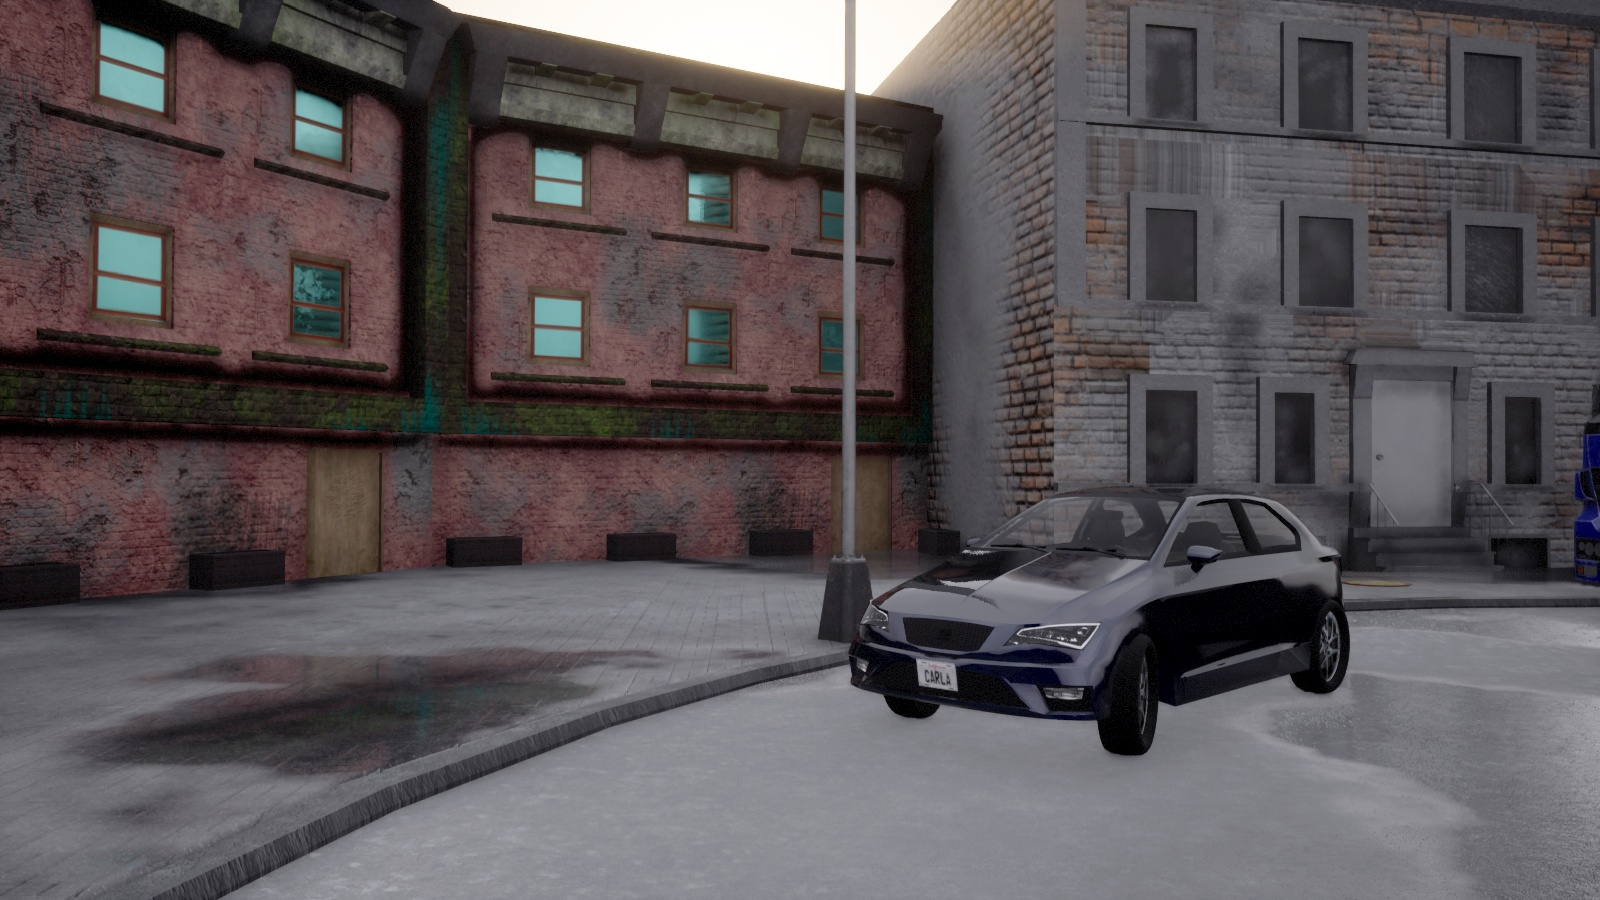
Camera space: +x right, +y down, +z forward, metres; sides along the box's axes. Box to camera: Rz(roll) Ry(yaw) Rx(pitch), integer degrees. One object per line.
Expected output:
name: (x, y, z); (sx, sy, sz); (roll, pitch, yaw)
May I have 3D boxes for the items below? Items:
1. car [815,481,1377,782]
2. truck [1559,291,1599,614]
car: (2.194, 0.963, 8.457); (1.816, 1.474, 4.193); (-1, -1, 43)
truck: (12.566, -0.003, 12.820); (7.936, 3.462, 2.891); (0, -1, -3)
